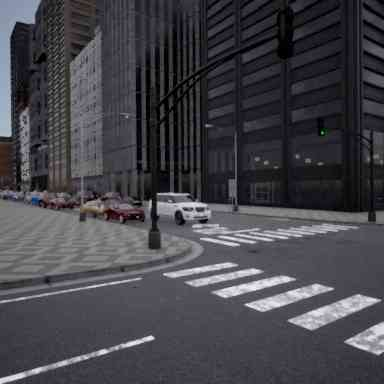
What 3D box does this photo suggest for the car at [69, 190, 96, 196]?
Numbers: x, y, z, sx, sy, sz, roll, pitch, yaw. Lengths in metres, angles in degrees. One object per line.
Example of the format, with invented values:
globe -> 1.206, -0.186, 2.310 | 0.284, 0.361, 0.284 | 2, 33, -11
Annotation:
car -> -15.679, 0.794, 48.876 | 2.150, 2.045, 5.566 | -1, 1, -38

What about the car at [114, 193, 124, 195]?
car -> -7.949, 1.194, 42.708 | 1.947, 1.339, 4.313 | 0, 1, -36

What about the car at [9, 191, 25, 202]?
car -> -31.361, 0.900, 60.473 | 1.967, 1.590, 4.097 | 0, 1, -36

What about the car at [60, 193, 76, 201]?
car -> -24.457, 0.943, 65.476 | 1.802, 1.307, 4.206 | 0, 1, -36

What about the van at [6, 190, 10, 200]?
van -> -34.662, 0.744, 65.025 | 1.690, 1.788, 3.998 | 0, 1, -36

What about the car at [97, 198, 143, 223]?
car -> -4.946, 1.413, 24.045 | 1.887, 1.381, 4.507 | 0, 1, -36

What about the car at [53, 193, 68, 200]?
car -> -27.759, 0.848, 70.028 | 1.887, 1.381, 4.507 | 0, 1, -36

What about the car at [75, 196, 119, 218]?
car -> -8.149, 1.350, 28.461 | 1.752, 1.417, 4.829 | 0, 1, -36

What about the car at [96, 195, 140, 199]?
car -> -7.246, 1.321, 31.908 | 2.033, 1.411, 5.357 | -1, 1, -35

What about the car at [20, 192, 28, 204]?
car -> -24.758, 1.123, 51.367 | 2.008, 1.369, 4.403 | 0, 1, -36

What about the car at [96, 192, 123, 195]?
car -> -11.250, 0.893, 47.260 | 2.192, 1.841, 5.009 | 0, 1, -36

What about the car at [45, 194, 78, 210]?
car -> -14.852, 1.272, 37.706 | 1.887, 1.381, 4.507 | 0, 1, -36

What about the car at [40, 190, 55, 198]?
car -> -34.361, 0.504, 79.132 | 2.192, 1.841, 5.009 | 0, 1, -36

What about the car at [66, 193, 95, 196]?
car -> -14.132, 1.236, 41.432 | 1.994, 1.385, 4.181 | -1, 1, -35

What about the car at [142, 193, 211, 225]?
car -> -1.037, 1.081, 23.331 | 2.150, 2.045, 5.566 | -1, 1, -36

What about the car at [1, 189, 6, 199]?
car -> -37.964, 0.661, 69.578 | 2.192, 1.841, 5.009 | 0, 1, -36

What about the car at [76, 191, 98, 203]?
car -> -17.853, 0.788, 56.366 | 2.192, 1.841, 5.009 | 0, 1, -36

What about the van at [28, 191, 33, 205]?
van -> -21.455, 0.966, 46.812 | 1.690, 1.788, 3.998 | 0, 1, -36

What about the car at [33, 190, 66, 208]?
car -> -18.153, 0.992, 42.258 | 2.192, 1.841, 5.009 | 0, 1, -36
